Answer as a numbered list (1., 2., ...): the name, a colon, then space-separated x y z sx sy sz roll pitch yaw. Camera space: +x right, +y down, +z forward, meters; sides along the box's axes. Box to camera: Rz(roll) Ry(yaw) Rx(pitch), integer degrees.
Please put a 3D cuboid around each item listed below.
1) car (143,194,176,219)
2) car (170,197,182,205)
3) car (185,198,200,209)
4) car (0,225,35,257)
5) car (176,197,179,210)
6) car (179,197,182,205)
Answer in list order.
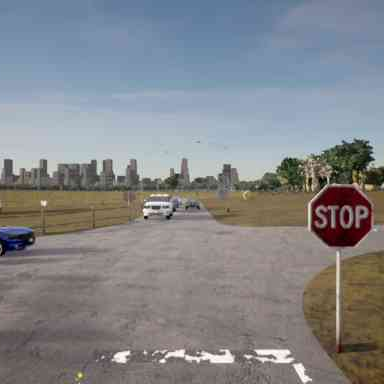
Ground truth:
1. car: -2.850 1.221 29.050 2.150 2.045 5.566 0 0 0
2. car: -2.771 1.573 58.982 1.812 1.442 4.674 0 0 0
3. car: 0.090 1.560 45.560 2.033 1.411 5.357 0 0 0
4. car: -8.937 1.759 13.292 5.008 1.535 1.882 -3 0 0
5. car: -2.848 1.530 38.849 1.812 1.442 4.674 0 0 0
6. car: -2.837 1.567 48.679 2.033 1.411 5.357 0 0 0
